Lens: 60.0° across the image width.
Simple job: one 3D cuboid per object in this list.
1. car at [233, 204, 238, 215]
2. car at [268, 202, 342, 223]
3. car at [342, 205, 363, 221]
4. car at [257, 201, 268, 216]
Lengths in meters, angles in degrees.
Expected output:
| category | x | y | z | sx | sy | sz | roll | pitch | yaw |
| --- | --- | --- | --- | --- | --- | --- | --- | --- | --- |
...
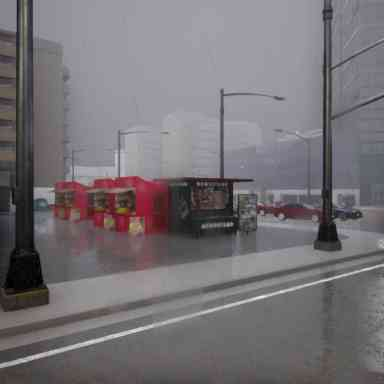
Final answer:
| category | x | y | z | sx | sy | sz | roll | pitch | yaw |
| --- | --- | --- | --- | --- | --- | --- | --- | --- | --- |
| car | 3.536 | 1.750 | 34.422 | 1.812 | 1.442 | 4.674 | 0 | -1 | -36 |
| car | 8.987 | 1.589 | 26.864 | 1.882 | 1.535 | 5.008 | 0 | -1 | -38 |
| car | 12.214 | 1.672 | 28.408 | 1.994 | 1.385 | 4.181 | 0 | -1 | -35 |
| car | 6.940 | 1.689 | 35.686 | 1.882 | 1.535 | 5.008 | 0 | -1 | -36 |
